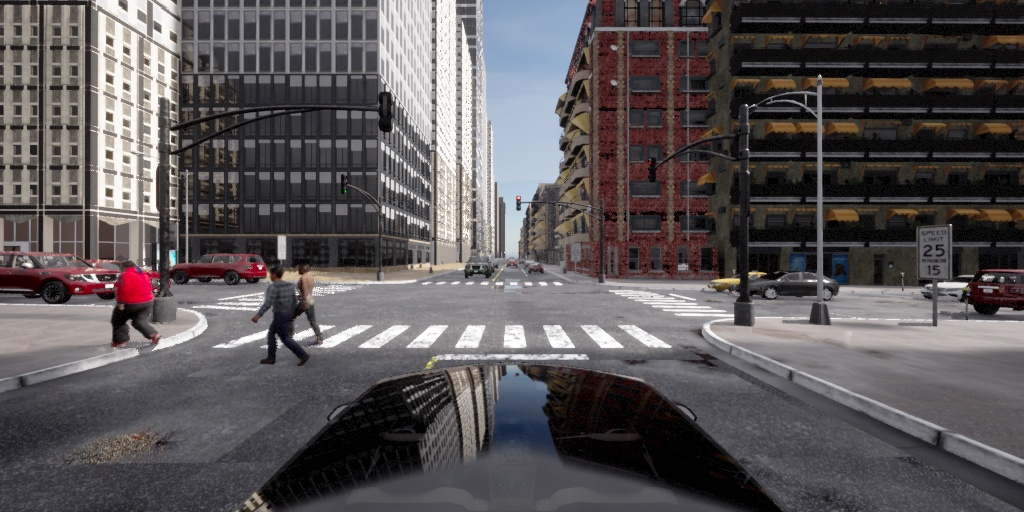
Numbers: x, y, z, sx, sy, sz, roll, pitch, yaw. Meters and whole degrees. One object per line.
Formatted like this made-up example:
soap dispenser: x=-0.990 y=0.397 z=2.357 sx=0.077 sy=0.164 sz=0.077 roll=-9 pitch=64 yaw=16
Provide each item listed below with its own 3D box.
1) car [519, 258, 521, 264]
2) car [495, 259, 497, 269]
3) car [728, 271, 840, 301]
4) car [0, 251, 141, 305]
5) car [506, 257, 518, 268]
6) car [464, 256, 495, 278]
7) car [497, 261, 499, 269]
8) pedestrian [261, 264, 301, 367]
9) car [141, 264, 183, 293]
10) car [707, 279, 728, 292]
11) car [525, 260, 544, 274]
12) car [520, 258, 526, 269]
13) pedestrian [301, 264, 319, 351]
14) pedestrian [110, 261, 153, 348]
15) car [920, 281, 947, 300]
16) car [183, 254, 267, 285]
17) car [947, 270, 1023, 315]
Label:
car: x=2.703 y=1.320 z=60.293 sx=2.007 sy=1.370 sz=4.403 roll=0 pitch=0 yaw=0
car: x=-3.085 y=1.286 z=43.704 sx=1.812 sy=1.442 sz=4.674 roll=0 pitch=0 yaw=0
car: x=14.841 y=1.561 z=19.444 sx=4.892 sy=1.490 sz=1.837 roll=1 pitch=0 yaw=0
car: x=-17.573 y=0.757 z=13.373 sx=5.009 sy=1.841 sz=2.192 roll=0 pitch=0 yaw=0
car: x=0.013 y=1.298 z=63.911 sx=1.812 sy=1.442 sz=4.674 roll=0 pitch=0 yaw=0
car: x=-3.093 y=0.977 z=33.630 sx=2.150 sy=2.045 sz=5.566 roll=0 pitch=0 yaw=0
car: x=-3.072 y=1.245 z=56.622 sx=1.882 sy=1.535 sz=5.008 roll=0 pitch=0 yaw=0
pedestrian: x=-4.159 y=1.044 z=6.466 sx=0.375 sy=1.860 sz=0.375 roll=0 pitch=0 yaw=0
car: x=-18.158 y=0.916 z=15.960 sx=5.008 sy=1.535 sz=1.882 roll=1 pitch=0 yaw=0
car: x=14.634 y=1.587 z=22.028 sx=4.829 sy=1.417 sz=1.751 roll=0 pitch=0 yaw=0
car: x=2.749 y=1.341 z=41.728 sx=1.802 sy=1.307 sz=4.207 roll=0 pitch=0 yaw=0
car: x=2.701 y=1.317 z=54.645 sx=2.007 sy=1.370 sz=4.403 roll=0 pitch=0 yaw=0
pedestrian: x=-4.588 y=1.044 z=7.867 sx=0.375 sy=1.860 sz=0.375 roll=0 pitch=0 yaw=0
pedestrian: x=-7.611 y=0.891 z=7.166 sx=0.375 sy=1.860 sz=0.375 roll=0 pitch=0 yaw=0
car: x=25.255 y=1.770 z=19.528 sx=4.674 sy=1.442 sz=1.812 roll=1 pitch=0 yaw=-1
car: x=-17.706 y=0.776 z=21.753 sx=5.009 sy=1.841 sz=2.192 roll=0 pitch=0 yaw=0
car: x=20.601 y=1.461 z=13.731 sx=5.009 sy=1.841 sz=2.192 roll=0 pitch=0 yaw=0
